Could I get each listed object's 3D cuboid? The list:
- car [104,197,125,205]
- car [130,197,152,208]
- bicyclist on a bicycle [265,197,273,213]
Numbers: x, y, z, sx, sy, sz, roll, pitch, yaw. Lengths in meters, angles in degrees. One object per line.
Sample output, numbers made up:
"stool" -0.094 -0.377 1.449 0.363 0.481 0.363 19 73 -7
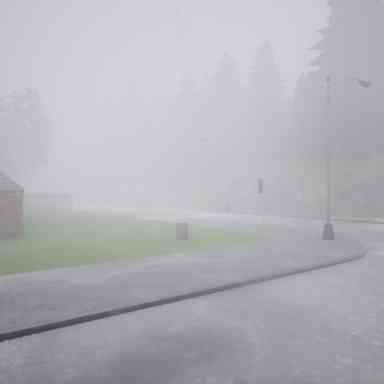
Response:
"car" -13.313 1.547 57.157 2.033 1.411 5.357 0 0 -35
"car" -7.566 1.526 49.157 1.812 1.442 4.674 0 0 -35
"bicyclist on a bicycle" 7.935 1.349 34.655 1.656 1.620 0.582 0 0 -36
